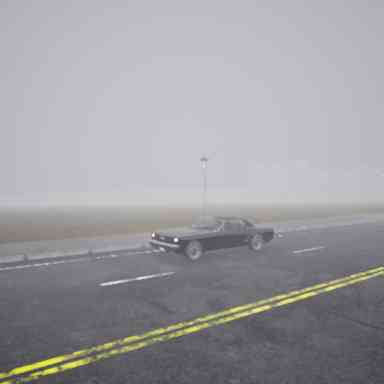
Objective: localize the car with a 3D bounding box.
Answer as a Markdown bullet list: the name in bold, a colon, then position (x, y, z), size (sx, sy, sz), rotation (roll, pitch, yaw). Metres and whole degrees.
- **car**: position (0.815, 1.580, 12.281), size (4.718, 1.301, 1.895), rotation (0, 0, -36)
